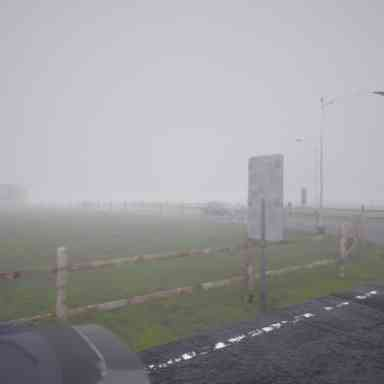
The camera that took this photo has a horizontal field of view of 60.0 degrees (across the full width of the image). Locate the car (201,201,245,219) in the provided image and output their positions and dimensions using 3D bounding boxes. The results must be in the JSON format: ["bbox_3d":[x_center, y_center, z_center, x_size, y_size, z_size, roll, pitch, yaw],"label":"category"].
[{"bbox_3d":[3.005,1.648,32.308,2.097,1.767,4.553,1,-1,-39],"label":"car"}]

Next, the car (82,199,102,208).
[{"bbox_3d":[-17.098,1.896,56.795,2.128,1.511,4.902,1,0,-39],"label":"car"}]

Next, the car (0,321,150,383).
[{"bbox_3d":[-2.433,1.480,1.172,4.902,1.511,2.128,1,0,-35],"label":"car"}]
